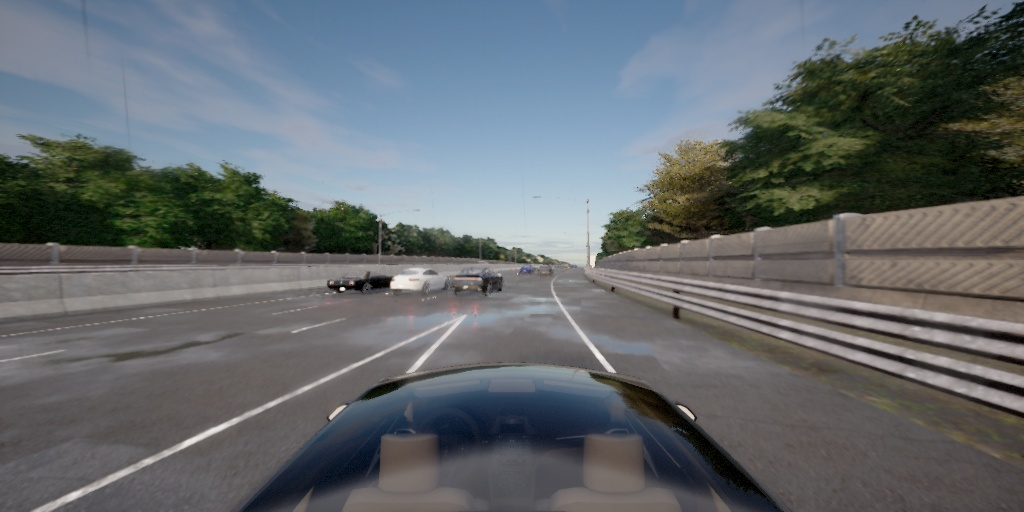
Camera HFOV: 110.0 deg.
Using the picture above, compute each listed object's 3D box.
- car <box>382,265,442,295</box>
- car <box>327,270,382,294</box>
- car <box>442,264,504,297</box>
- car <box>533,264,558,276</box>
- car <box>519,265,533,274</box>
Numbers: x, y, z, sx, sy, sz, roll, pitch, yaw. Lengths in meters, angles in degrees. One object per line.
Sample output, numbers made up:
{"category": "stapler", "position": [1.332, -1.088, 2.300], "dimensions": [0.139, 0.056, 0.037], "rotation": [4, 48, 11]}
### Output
{"category": "car", "position": [-5.204, 1.403, 20.602], "dimensions": [1.812, 1.442, 4.674], "rotation": [-1, -1, 12]}
{"category": "car", "position": [-8.612, 1.510, 21.358], "dimensions": [1.895, 1.301, 4.718], "rotation": [-1, -1, 12]}
{"category": "car", "position": [-1.761, 1.368, 19.875], "dimensions": [2.128, 1.511, 4.902], "rotation": [0, -1, 12]}
{"category": "car", "position": [4.758, 1.986, 50.405], "dimensions": [2.128, 1.511, 4.902], "rotation": [0, -1, 12]}
{"category": "car", "position": [2.367, 2.108, 55.973], "dimensions": [1.812, 1.442, 4.674], "rotation": [0, -1, 12]}
